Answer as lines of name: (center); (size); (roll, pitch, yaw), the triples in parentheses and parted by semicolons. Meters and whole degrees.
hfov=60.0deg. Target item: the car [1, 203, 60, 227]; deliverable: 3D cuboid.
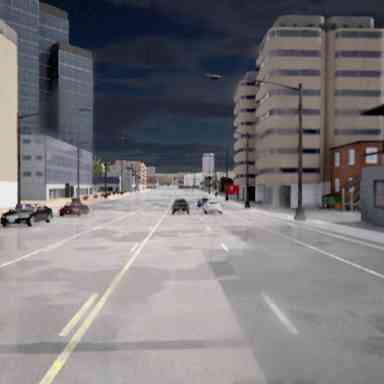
car: (-11.391, 1.550, 23.310); (2.128, 1.511, 4.902); (0, 0, -2)

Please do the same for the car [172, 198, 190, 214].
car: (-1.238, 1.643, 37.092); (1.837, 1.490, 4.892); (0, 0, -1)

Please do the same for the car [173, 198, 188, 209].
car: (-1.679, 1.611, 48.064); (2.033, 1.411, 5.357); (0, 1, -2)

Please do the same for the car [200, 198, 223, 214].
car: (2.254, 1.664, 37.421); (1.812, 1.442, 4.674); (0, 0, -2)

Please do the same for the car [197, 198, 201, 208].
car: (1.776, 1.564, 49.951); (1.812, 1.442, 4.674); (0, 1, -2)

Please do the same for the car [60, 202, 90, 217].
car: (-11.724, 1.693, 33.366); (1.994, 1.385, 4.181); (0, 0, -2)
